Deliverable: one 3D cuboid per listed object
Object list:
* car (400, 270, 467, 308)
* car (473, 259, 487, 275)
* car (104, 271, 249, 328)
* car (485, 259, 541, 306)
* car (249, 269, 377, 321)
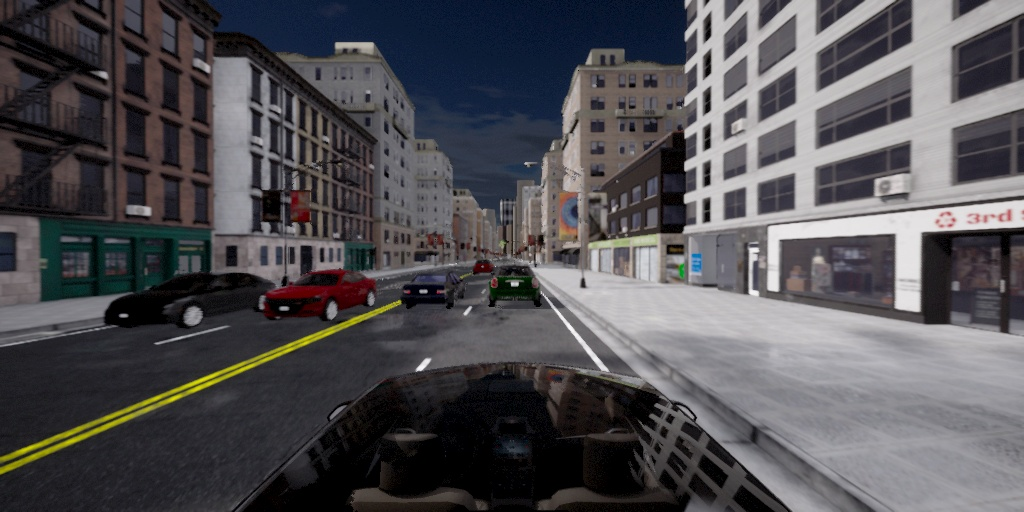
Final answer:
[{"bbox_3d":[-3.142,1.314,15.258,2.033,1.411,5.357,0,0,0],"label":"car"},{"bbox_3d":[-3.129,1.155,40.337,2.097,1.767,4.553,0,0,0],"label":"car"},{"bbox_3d":[-9.762,1.269,11.467,1.837,1.490,4.892,0,0,1],"label":"car"},{"bbox_3d":[0.108,1.119,16.049,2.097,1.767,4.553,0,0,0],"label":"car"},{"bbox_3d":[-6.499,1.242,12.747,1.882,1.535,5.008,0,0,0],"label":"car"}]
